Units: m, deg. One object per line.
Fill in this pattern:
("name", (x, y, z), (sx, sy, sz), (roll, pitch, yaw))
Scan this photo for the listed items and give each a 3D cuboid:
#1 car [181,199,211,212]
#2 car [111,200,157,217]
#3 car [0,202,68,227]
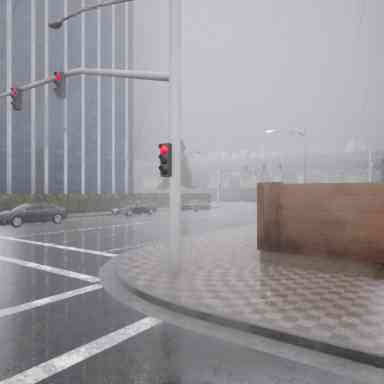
("car", (0.465, 1.564, 39.084), (1.994, 1.385, 4.181), (0, 0, 35))
("car", (-5.313, 1.492, 30.980), (2.128, 1.511, 4.902), (0, 0, 35))
("car", (-11.024, 1.505, 22.952), (1.837, 1.490, 4.892), (0, 0, 35))
